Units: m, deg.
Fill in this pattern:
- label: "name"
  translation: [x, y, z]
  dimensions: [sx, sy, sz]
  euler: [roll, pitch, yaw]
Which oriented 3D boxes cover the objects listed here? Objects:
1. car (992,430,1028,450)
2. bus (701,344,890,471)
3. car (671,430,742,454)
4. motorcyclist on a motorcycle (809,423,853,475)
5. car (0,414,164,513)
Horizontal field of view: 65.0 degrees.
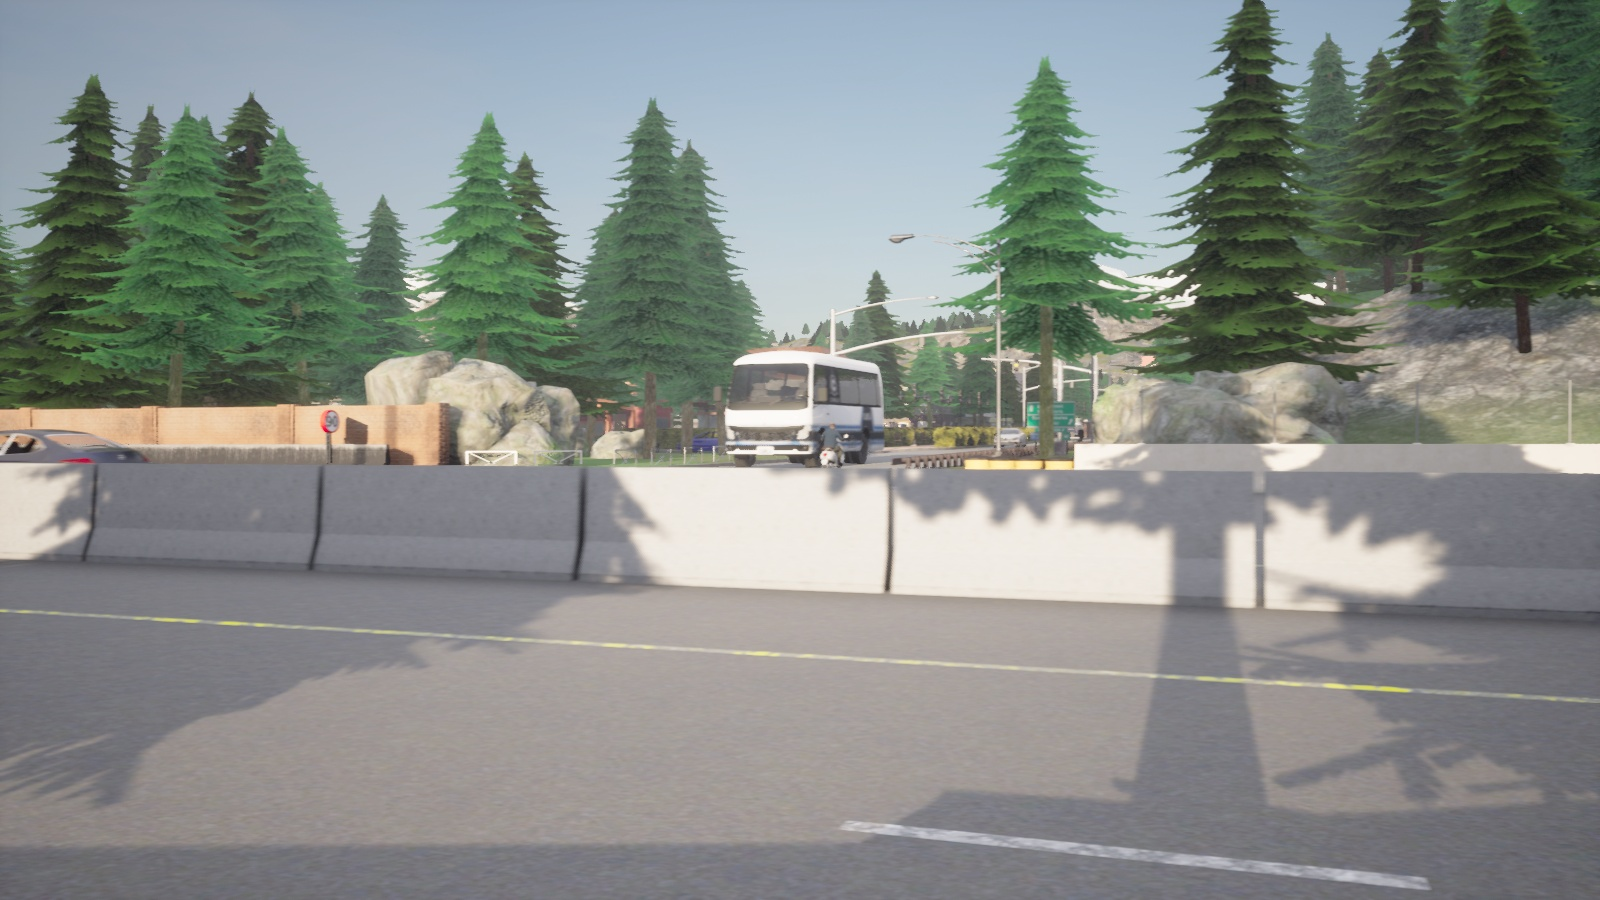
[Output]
- label: "car"
  translation: [15.278, -0.749, 91.251]
  dimensions: [1.812, 1.442, 4.674]
  euler: [1, 1, 19]
- label: "bus"
  translation: [0.143, -1.510, 47.636]
  dimensions: [3.944, 4.253, 10.273]
  euler: [1, 1, 19]
- label: "car"
  translation: [-6.046, -0.520, 81.200]
  dimensions: [4.193, 1.474, 1.816]
  euler: [1, 1, 19]
- label: "motorcyclist on a motorcycle"
  translation: [0.975, -0.047, 39.400]
  dimensions: [0.866, 1.590, 1.817]
  euler: [1, 1, 19]
- label: "car"
  translation: [-14.390, 0.184, 22.801]
  dimensions: [5.027, 1.651, 2.152]
  euler: [1, 1, 19]
